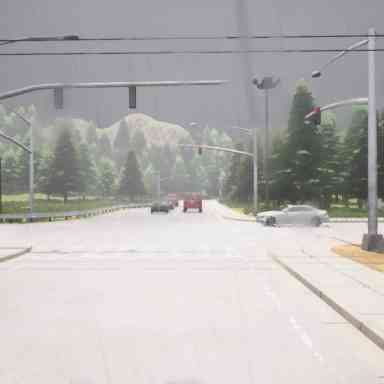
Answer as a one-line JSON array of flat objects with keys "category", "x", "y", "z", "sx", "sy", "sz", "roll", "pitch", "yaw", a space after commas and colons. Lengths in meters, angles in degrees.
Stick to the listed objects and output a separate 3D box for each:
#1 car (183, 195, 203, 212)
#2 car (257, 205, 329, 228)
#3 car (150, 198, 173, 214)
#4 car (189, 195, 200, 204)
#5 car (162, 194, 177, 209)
[{"category": "car", "x": 0.089, "y": 1.326, "z": 40.737, "sx": 2.150, "sy": 2.045, "sz": 5.566, "roll": 0, "pitch": 0, "yaw": 1}, {"category": "car", "x": 6.683, "y": 1.577, "z": 22.220, "sx": 4.674, "sy": 1.442, "sz": 1.812, "roll": 0, "pitch": 0, "yaw": 1}, {"category": "car", "x": -3.551, "y": 1.717, "z": 37.606, "sx": 1.895, "sy": 1.301, "sz": 4.718, "roll": 0, "pitch": 0, "yaw": 0}, {"category": "car", "x": 0.598, "y": 1.523, "z": 68.580, "sx": 2.097, "sy": 1.767, "sz": 4.553, "roll": 0, "pitch": 0, "yaw": 2}, {"category": "car", "x": -3.528, "y": 1.486, "z": 44.729, "sx": 2.097, "sy": 1.767, "sz": 4.553, "roll": 0, "pitch": 0, "yaw": 0}]
